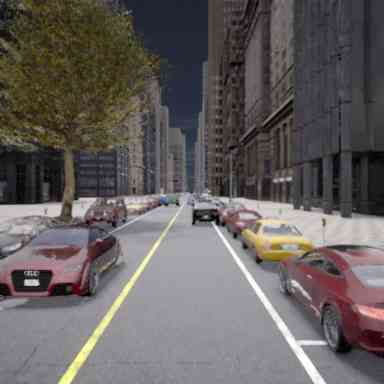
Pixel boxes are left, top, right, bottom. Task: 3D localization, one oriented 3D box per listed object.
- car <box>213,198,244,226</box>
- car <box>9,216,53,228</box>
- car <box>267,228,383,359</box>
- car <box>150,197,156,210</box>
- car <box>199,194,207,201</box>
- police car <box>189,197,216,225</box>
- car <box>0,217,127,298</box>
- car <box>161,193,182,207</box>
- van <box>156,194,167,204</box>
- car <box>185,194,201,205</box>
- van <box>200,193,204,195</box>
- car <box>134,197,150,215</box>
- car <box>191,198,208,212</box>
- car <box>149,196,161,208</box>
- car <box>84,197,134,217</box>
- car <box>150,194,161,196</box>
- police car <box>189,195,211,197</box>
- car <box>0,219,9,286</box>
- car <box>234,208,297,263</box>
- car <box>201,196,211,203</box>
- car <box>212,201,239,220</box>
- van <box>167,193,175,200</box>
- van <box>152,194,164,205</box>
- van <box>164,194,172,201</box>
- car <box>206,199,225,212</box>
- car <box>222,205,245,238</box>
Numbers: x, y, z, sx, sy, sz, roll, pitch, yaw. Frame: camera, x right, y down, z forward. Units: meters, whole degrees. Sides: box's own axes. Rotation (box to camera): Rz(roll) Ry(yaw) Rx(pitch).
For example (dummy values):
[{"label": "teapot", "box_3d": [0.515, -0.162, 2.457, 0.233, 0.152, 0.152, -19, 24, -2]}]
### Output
[{"label": "car", "box_3d": [2.773, 1.424, 22.888, 1.967, 1.590, 4.097, 0, 0, 0]}, {"label": "car", "box_3d": [-5.757, 1.542, 11.529, 2.008, 1.369, 4.403, 0, 0, 0]}, {"label": "car", "box_3d": [2.765, 1.577, 5.855, 1.802, 1.307, 4.206, 0, 0, 0]}, {"label": "car", "box_3d": [-5.744, 1.560, 39.916, 1.802, 1.307, 4.206, 0, 0, 0]}, {"label": "car", "box_3d": [2.803, 1.412, 85.341, 1.967, 1.590, 4.097, 0, 0, 0]}, {"label": "police car", "box_3d": [0.912, 1.409, 24.054, 1.930, 1.638, 5.238, 0, 0, 0]}, {"label": "car", "box_3d": [-3.095, 1.557, 8.411, 1.994, 1.385, 4.181, 0, 0, 0]}, {"label": "car", "box_3d": [-3.043, 1.199, 51.083, 2.150, 2.045, 5.566, 0, 0, 0]}, {"label": "van", "box_3d": [-5.733, 1.313, 62.626, 1.690, 1.788, 3.998, 0, 0, 0]}, {"label": "car", "box_3d": [0.029, 1.520, 58.274, 2.033, 1.411, 5.357, 0, 0, 0]}, {"label": "van", "box_3d": [2.792, 1.313, 62.631, 1.690, 1.788, 3.998, 0, 0, 0]}, {"label": "car", "box_3d": [-5.747, 1.505, 34.068, 1.752, 1.417, 4.829, 0, 0, 0]}, {"label": "car", "box_3d": [0.855, 1.484, 39.945, 1.837, 1.490, 4.892, 0, 0, 0]}, {"label": "car", "box_3d": [-5.741, 1.558, 45.593, 1.802, 1.307, 4.206, 0, 0, 0]}, {"label": "car", "box_3d": [-5.752, 1.299, 22.883, 2.192, 1.841, 5.009, 0, 0, 0]}, {"label": "car", "box_3d": [-5.739, 1.289, 51.271, 2.192, 1.841, 5.009, 0, 0, 0]}, {"label": "police car", "box_3d": [0.917, 1.405, 34.054, 1.930, 1.638, 5.238, 0, 0, 0]}, {"label": "car", "box_3d": [-5.760, 1.310, 5.851, 2.192, 1.841, 5.009, 0, 0, 0]}, {"label": "car", "box_3d": [2.768, 1.516, 11.702, 1.752, 1.417, 4.829, 0, 0, 0]}, {"label": "car", "box_3d": [2.795, 1.516, 68.309, 1.887, 1.381, 4.507, 0, 0, 0]}, {"label": "car", "box_3d": [2.776, 1.548, 28.565, 1.947, 1.339, 4.313, 0, 0, 0]}, {"label": "van", "box_3d": [-5.720, 1.314, 91.013, 1.690, 1.788, 3.998, 0, 0, 0]}, {"label": "van", "box_3d": [-5.736, 1.314, 56.948, 1.690, 1.788, 3.998, 0, 0, 0]}, {"label": "van", "box_3d": [-5.725, 1.313, 79.658, 1.690, 1.788, 3.998, 0, 0, 0]}, {"label": "car", "box_3d": [2.781, 1.528, 39.920, 2.008, 1.369, 4.403, 0, 0, 0]}, {"label": "car", "box_3d": [2.770, 1.569, 17.210, 1.802, 1.307, 4.206, 0, 0, 0]}]
